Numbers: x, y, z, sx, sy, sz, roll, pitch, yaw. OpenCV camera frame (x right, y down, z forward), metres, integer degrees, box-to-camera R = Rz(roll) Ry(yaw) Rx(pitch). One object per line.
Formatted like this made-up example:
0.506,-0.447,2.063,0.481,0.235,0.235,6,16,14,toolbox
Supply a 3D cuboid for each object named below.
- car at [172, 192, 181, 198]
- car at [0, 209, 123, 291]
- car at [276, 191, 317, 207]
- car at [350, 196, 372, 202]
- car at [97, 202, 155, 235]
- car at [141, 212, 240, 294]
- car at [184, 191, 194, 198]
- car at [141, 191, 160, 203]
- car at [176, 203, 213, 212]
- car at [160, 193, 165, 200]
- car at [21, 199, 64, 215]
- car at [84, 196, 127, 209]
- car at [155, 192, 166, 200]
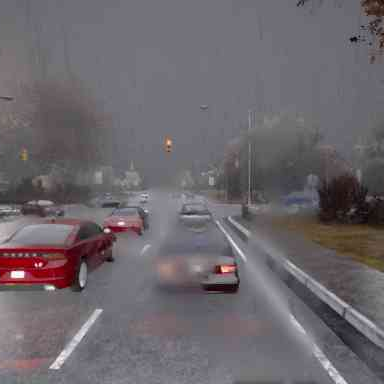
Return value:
-3.973,0.725,86.048,2.128,1.511,4.902,0,1,-4,car
-3.396,1.445,8.956,1.882,1.535,5.008,0,0,0,car
13.773,0.895,43.157,5.566,2.045,2.150,0,1,-4,car
24.074,1.216,43.738,5.357,1.411,2.033,0,1,-3,car
-3.395,1.458,17.943,1.994,1.385,4.181,0,1,0,car
0.102,1.516,8.883,2.033,1.411,5.357,0,0,0,car
-0.473,0.714,86.142,2.128,1.511,4.902,0,1,-4,car
-7.081,0.790,55.199,2.150,2.045,5.566,0,1,0,car
0.133,1.380,18.575,2.128,1.511,4.902,0,1,-1,car
-7.039,0.961,65.372,2.128,1.511,4.902,0,1,0,car
-12.454,1.334,27.682,4.674,1.442,1.812,0,0,37,car
-9.594,1.214,37.400,4.902,1.511,2.128,0,1,-33,car
-7.107,0.871,75.760,2.128,1.511,4.902,0,1,-1,car
